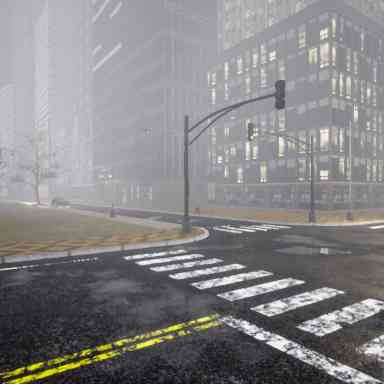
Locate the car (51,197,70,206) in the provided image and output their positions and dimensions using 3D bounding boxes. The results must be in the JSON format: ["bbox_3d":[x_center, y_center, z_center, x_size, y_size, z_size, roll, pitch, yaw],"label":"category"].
[{"bbox_3d":[-21.594,1.553,54.301,2.033,1.411,5.357,0,0,-35],"label":"car"}]
